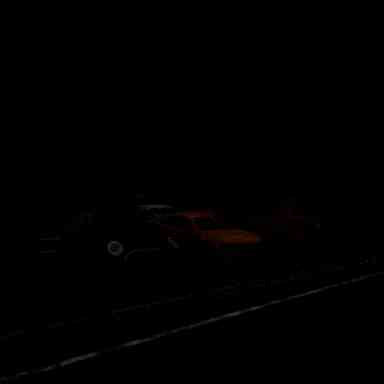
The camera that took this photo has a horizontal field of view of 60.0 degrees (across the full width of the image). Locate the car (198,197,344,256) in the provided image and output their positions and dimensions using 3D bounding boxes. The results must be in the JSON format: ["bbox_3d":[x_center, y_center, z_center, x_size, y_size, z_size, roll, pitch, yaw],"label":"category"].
[{"bbox_3d":[2.594,1.224,13.120,2.435,2.045,5.566,1,-1,-36],"label":"car"}]

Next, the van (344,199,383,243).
[{"bbox_3d":[7.561,1.342,16.816,1.878,1.987,4.442,1,-1,-36],"label":"van"}]

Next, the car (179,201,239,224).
[{"bbox_3d":[1.275,1.585,27.494,1.946,1.575,5.366,1,-1,-36],"label":"car"}]

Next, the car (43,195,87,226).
[{"bbox_3d":[-7.651,1.189,20.766,2.435,2.045,5.566,1,0,-36],"label":"car"}]

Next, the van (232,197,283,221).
[{"bbox_3d":[5.881,1.477,30.440,1.878,1.987,4.442,2,-1,-36],"label":"van"}]

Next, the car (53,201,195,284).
[{"bbox_3d":[-2.222,1.294,9.618,2.185,1.767,4.553,1,0,-36],"label":"car"}]

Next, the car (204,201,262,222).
[{"bbox_3d":[3.434,1.638,29.049,1.946,1.575,5.366,2,-1,-36],"label":"car"}]

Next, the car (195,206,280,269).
[{"bbox_3d":[0.247,1.447,11.382,2.097,1.535,5.008,1,0,-36],"label":"car"}]

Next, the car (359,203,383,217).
[{"bbox_3d":[25.234,2.377,44.551,2.185,1.767,4.553,3,-2,-35],"label":"car"}]

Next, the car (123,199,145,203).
[{"bbox_3d":[-5.508,1.466,22.353,2.231,1.521,4.892,1,0,-36],"label":"car"}]

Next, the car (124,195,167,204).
[{"bbox_3d":[-3.234,1.244,23.980,2.435,2.045,5.566,1,0,-36],"label":"car"}]
